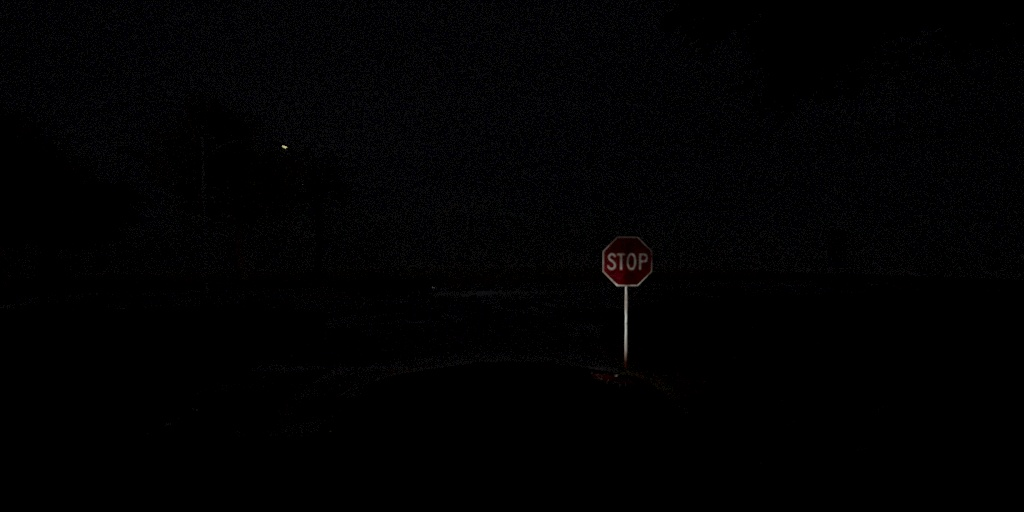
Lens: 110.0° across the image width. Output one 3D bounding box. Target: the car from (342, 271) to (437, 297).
[{"bbox_3d":[-6.586,1.493,19.722,4.718,1.301,1.895,-2,-1,0],"label":"car"}]
